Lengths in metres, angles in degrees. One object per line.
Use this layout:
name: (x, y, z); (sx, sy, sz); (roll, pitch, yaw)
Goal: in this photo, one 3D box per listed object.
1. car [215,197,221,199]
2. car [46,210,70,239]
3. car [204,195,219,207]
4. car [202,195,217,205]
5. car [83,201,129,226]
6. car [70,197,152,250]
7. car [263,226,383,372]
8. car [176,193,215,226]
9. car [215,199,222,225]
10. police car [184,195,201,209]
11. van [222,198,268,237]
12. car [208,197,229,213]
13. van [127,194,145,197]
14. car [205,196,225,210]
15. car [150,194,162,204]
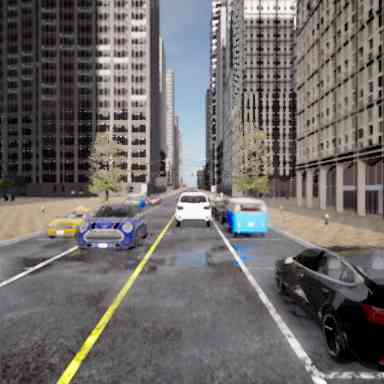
car: (2.678, 1.369, 28.297); (1.947, 1.339, 4.313); (0, 0, 0)
car: (-5.698, 1.411, 16.786); (1.752, 1.417, 4.829); (0, 0, 0)
car: (2.671, 1.199, 45.473); (1.752, 1.417, 4.829); (0, 0, 0)
car: (2.668, 1.180, 50.971); (2.008, 1.369, 4.403); (0, 0, 0)
car: (-5.700, 1.396, 22.624); (2.008, 1.369, 4.403); (0, 0, 0)
car: (-3.107, 1.258, 13.866); (2.097, 1.767, 4.553); (0, 0, 0)
car: (2.688, 1.528, 5.623); (1.947, 1.339, 4.313); (0, 0, 0)
car: (0.092, 1.071, 22.161); (2.150, 2.045, 5.566); (0, 1, 0)
car: (2.680, 1.410, 22.628); (1.947, 1.339, 4.313); (0, 0, 0)
police car: (0.082, 1.211, 41.159); (2.038, 1.542, 4.974); (0, 0, 0)
van: (2.683, 1.226, 16.959); (1.690, 1.788, 3.998); (0, 0, 0)
car: (2.676, 1.286, 34.135); (1.752, 1.417, 4.829); (0, 0, 0)
van: (-5.705, 1.104, 33.959); (1.690, 1.788, 3.998); (0, 0, 0)
car: (2.673, 1.270, 39.633); (2.008, 1.369, 4.403); (0, 0, 0)
car: (-5.712, 1.070, 50.965); (1.967, 1.590, 4.097); (0, 0, 0)
